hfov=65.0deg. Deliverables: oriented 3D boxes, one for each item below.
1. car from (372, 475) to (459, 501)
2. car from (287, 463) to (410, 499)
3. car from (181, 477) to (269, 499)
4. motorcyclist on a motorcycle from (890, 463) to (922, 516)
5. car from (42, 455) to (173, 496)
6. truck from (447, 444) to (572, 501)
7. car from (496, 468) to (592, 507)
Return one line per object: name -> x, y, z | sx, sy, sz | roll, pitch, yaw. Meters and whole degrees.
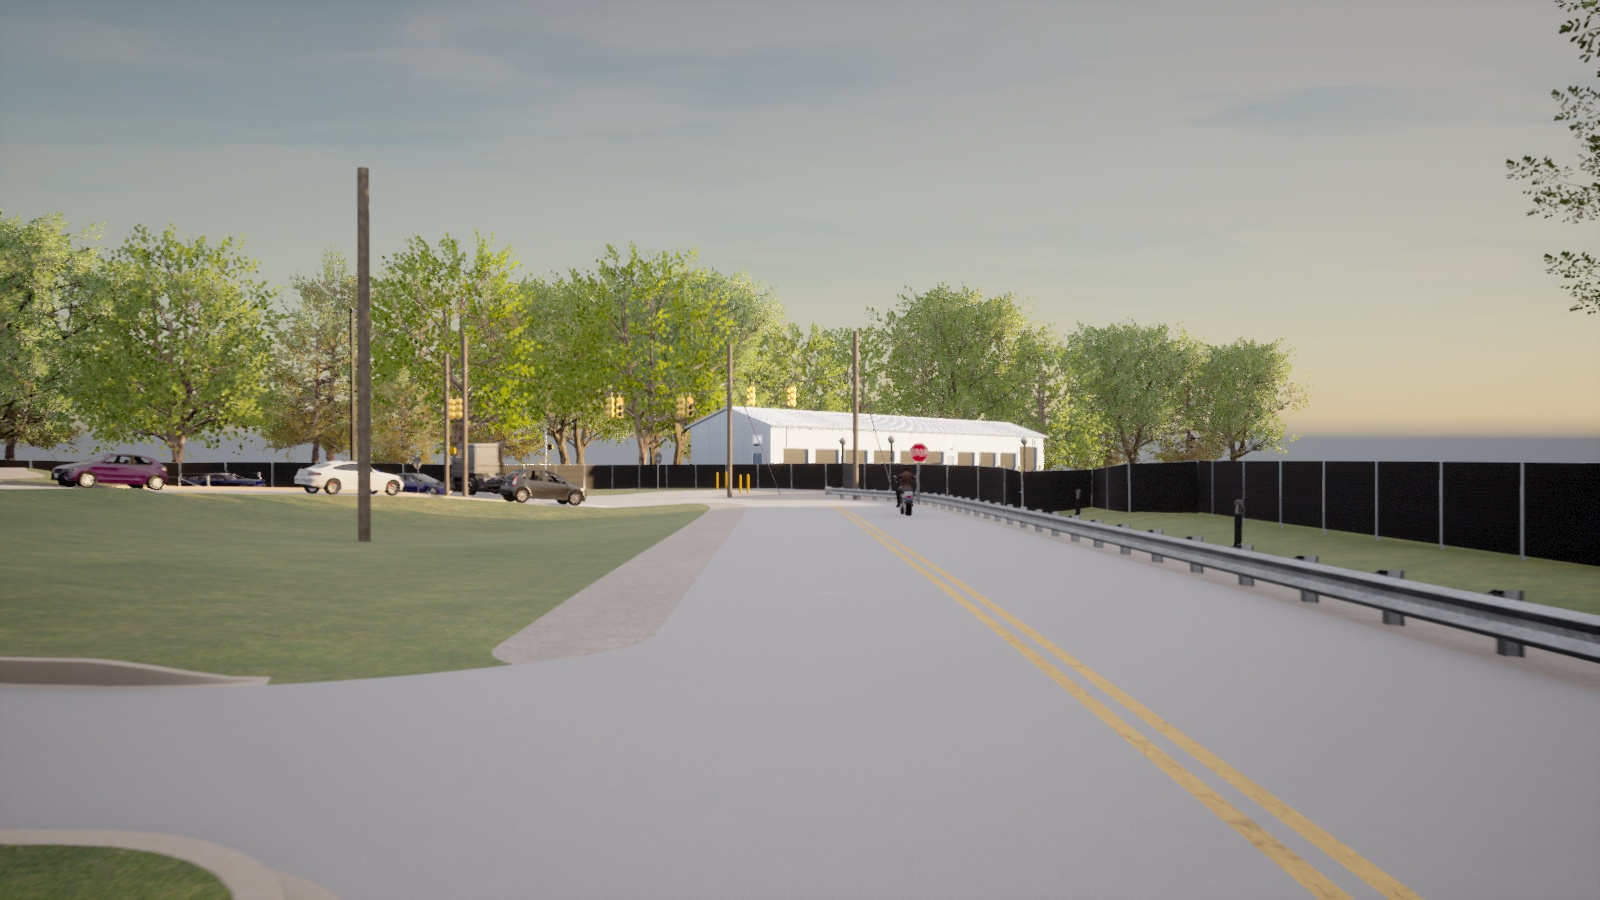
car -> -24.201, 2.376, 79.087 | 4.792, 1.488, 2.163 | 0, 1, 12
car -> -19.378, 1.355, 54.082 | 1.812, 1.442, 4.674 | 0, -2, 39
car -> -36.809, 2.415, 80.464 | 4.718, 1.301, 1.895 | 0, 1, -2
motorcyclist on a motorcycle -> 3.390, 1.263, 40.390 | 0.766, 1.649, 2.350 | 0, -1, -1
car -> -27.938, 1.066, 50.784 | 1.816, 1.474, 4.193 | 0, -3, 35
truck -> -18.753, 1.381, 80.933 | 7.936, 3.462, 2.891 | 1, 1, 29
car -> -12.236, 1.813, 60.012 | 3.988, 1.617, 1.851 | 4, -2, -33
